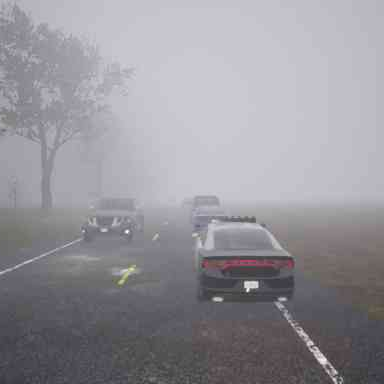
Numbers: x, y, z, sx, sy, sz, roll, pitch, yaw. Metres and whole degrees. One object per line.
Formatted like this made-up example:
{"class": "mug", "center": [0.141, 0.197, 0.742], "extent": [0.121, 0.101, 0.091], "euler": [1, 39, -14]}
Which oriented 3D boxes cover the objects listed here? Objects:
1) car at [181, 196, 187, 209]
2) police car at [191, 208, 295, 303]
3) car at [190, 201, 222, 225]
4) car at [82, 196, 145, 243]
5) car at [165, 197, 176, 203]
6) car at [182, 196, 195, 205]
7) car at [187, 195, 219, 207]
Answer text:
{"class": "car", "center": [-0.367, 1.382, 45.836], "extent": [2.097, 1.767, 4.553], "euler": [0, 0, 0]}
{"class": "police car", "center": [1.034, 1.426, 8.427], "extent": [1.930, 1.638, 5.238], "euler": [0, 0, 0]}
{"class": "car", "center": [0.981, 1.483, 18.327], "extent": [1.882, 1.535, 5.008], "euler": [0, 0, 0]}
{"class": "car", "center": [-3.661, 1.226, 16.540], "extent": [2.150, 2.045, 5.566], "euler": [0, 0, 0]}
{"class": "car", "center": [-4.382, 1.624, 68.793], "extent": [1.994, 1.385, 4.181], "euler": [0, 0, -1]}
{"class": "car", "center": [-0.638, 1.537, 58.885], "extent": [2.128, 1.511, 4.902], "euler": [0, 0, -1]}
{"class": "car", "center": [0.933, 1.233, 24.364], "extent": [2.150, 2.045, 5.566], "euler": [0, 0, -1]}
